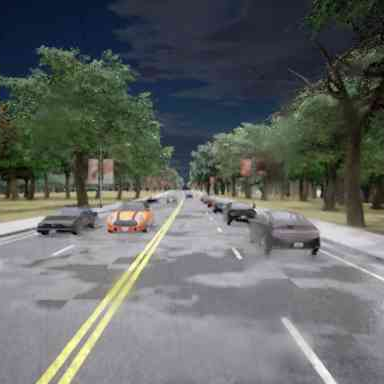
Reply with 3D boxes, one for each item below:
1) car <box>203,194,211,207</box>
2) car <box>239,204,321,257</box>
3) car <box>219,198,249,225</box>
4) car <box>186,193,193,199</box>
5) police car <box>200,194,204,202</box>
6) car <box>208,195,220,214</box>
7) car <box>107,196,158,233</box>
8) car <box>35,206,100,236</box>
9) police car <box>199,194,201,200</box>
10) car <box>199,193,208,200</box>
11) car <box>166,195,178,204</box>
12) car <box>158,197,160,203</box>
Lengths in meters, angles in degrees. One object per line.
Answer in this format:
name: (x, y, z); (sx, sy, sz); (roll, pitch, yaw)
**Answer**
car: (3.076, 1.354, 45.448); (2.163, 1.488, 4.792); (0, 0, 0)
car: (3.340, 1.453, 12.865); (2.128, 1.511, 4.902); (0, 0, 0)
car: (3.211, 1.410, 23.396); (1.882, 1.535, 5.008); (0, 0, 0)
car: (-0.696, 1.033, 87.589); (1.837, 1.490, 4.892); (0, 0, -1)
police car: (2.974, 1.299, 56.429); (2.038, 1.542, 4.974); (0, 0, -1)
car: (3.156, 1.400, 34.437); (2.163, 1.488, 4.792); (0, 0, 0)
car: (-3.375, 1.297, 19.011); (2.097, 1.767, 4.553); (0, 0, 0)
car: (-6.621, 1.494, 18.451); (2.033, 1.411, 5.357); (0, 0, 0)
police car: (2.846, 1.231, 67.439); (2.038, 1.542, 4.974); (0, 0, -1)
car: (2.696, 1.130, 78.447); (1.882, 1.535, 5.008); (0, 0, -1)
car: (-3.604, 1.270, 59.397); (2.128, 1.511, 4.902); (0, 0, 0)
car: (-6.843, 1.382, 58.934); (1.895, 1.301, 4.718); (0, 0, 0)
